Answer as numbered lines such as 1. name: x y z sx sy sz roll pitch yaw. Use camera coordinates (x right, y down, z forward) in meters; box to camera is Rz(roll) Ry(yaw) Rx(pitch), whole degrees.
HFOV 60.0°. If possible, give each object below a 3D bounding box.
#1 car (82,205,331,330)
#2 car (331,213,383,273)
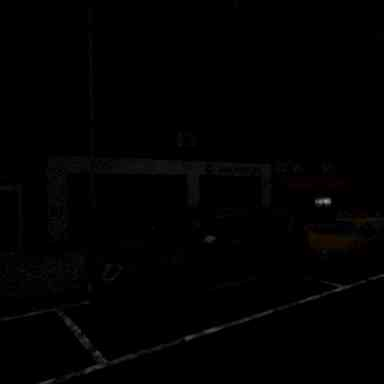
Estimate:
1. car: 0.378 1.242 6.961 5.009 1.841 2.192 -1 1 -35
2. car: 4.841 1.361 10.051 4.829 1.417 1.752 -1 1 -35
